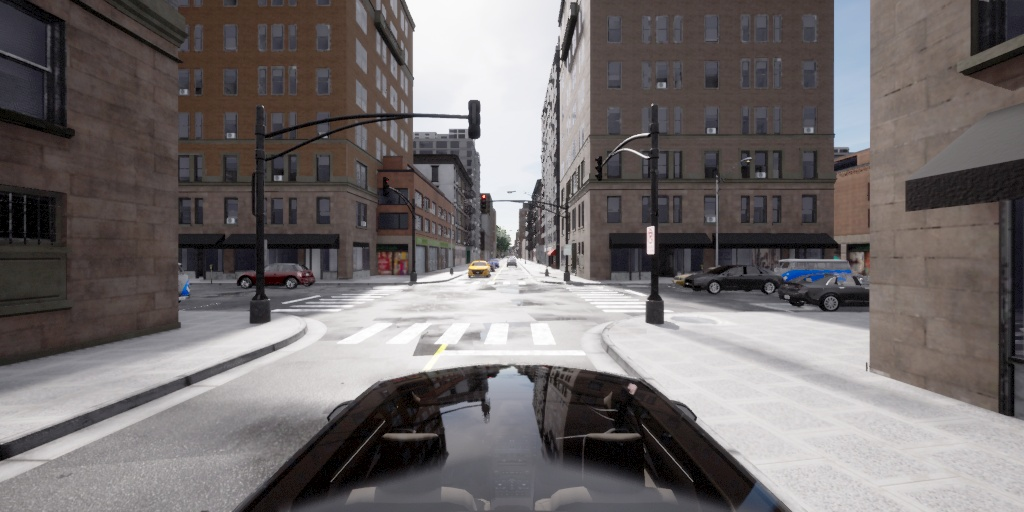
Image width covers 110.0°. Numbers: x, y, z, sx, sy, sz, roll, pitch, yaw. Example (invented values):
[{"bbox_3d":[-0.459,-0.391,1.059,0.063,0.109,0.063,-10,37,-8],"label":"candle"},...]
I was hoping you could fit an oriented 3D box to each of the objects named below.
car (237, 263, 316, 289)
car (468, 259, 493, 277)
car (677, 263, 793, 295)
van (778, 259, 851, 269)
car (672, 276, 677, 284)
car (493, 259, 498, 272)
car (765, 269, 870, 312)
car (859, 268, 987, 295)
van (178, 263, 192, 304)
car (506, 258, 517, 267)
[{"bbox_3d":[-14.617,1.172,22.230,4.097,1.591,1.967,0,0,1],"label":"car"},{"bbox_3d":[-3.123,1.218,34.780,1.882,1.535,5.008,0,0,-1],"label":"car"},{"bbox_3d":[11.916,1.248,19.416,4.892,1.490,1.837,0,0,-1],"label":"car"},{"bbox_3d":[18.247,1.081,21.911,3.998,1.789,1.690,0,0,1],"label":"van"},{"bbox_3d":[12.408,1.264,21.968,4.829,1.417,1.751,0,0,1],"label":"car"},{"bbox_3d":[-3.132,1.333,45.134,1.895,1.301,4.718,0,0,0],"label":"car"},{"bbox_3d":[12.513,1.305,13.441,4.403,1.370,2.007,0,0,1],"label":"car"},{"bbox_3d":[21.949,1.346,19.306,4.718,1.301,1.895,0,0,1],"label":"car"},{"bbox_3d":[-14.682,1.089,13.704,3.998,1.789,1.690,0,0,1],"label":"van"},{"bbox_3d":[-0.044,1.260,63.714,2.033,1.411,5.357,0,0,0],"label":"car"}]
